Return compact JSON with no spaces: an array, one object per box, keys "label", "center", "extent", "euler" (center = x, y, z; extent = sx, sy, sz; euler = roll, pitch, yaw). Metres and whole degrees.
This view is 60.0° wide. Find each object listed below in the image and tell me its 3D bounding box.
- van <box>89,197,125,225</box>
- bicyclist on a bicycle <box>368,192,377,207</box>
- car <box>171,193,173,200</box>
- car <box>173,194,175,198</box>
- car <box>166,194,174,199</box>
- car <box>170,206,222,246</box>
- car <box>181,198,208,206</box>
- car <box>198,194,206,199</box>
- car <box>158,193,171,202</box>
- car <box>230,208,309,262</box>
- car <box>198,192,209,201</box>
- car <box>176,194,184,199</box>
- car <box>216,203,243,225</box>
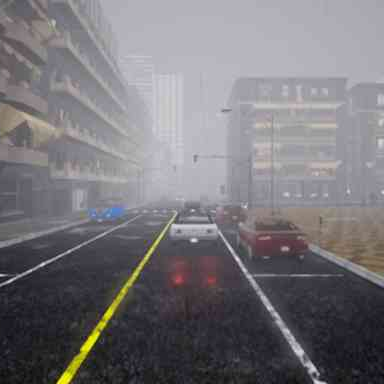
[{"label":"van","center":[-5.733,1.233,22.811],"extent":[1.690,1.788,3.998],"euler":[0,0,0]},{"label":"bicyclist on a bicycle","center":[20.188,0.845,37.170],"extent":[0.582,1.620,1.656],"euler":[-1,0,-1]},{"label":"car","center":[-5.807,1.257,71.815],"extent":[1.947,1.339,4.313],"euler":[-1,0,0]},{"label":"car","center":[-5.826,1.091,82.871],"extent":[1.967,1.590,4.097],"euler":[-1,0,0]},{"label":"car","center":[-5.833,1.213,88.399],"extent":[1.802,1.307,4.206],"euler":[-1,0,0]},{"label":"car","center":[0.078,1.529,14.838],"extent":[1.895,1.301,4.718],"euler":[0,0,0]},{"label":"car","center":[0.056,1.432,27.966],"extent":[1.994,1.385,4.181],"euler":[0,0,0]},{"label":"car","center":[2.548,1.181,88.406],"extent":[2.008,1.369,4.403],"euler":[-1,0,0]},{"label":"car","center":[-5.798,1.262,66.288],"extent":[2.008,1.369,4.403],"euler":[-1,0,0]},{"label":"car","center":[2.666,1.487,11.773],"extent":[1.887,1.381,4.507],"euler":[0,0,0]},{"label":"car","center":[2.572,1.130,71.823],"extent":[1.967,1.590,4.097],"euler":[-1,0,0]},{"label":"car","center":[-3.139,1.172,89.809],"extent":[1.994,1.385,4.181],"euler":[0,0,0]},{"label":"car","center":[2.649,1.436,22.824],"extent":[1.887,1.381,4.507],"euler":[0,0,0]}]
